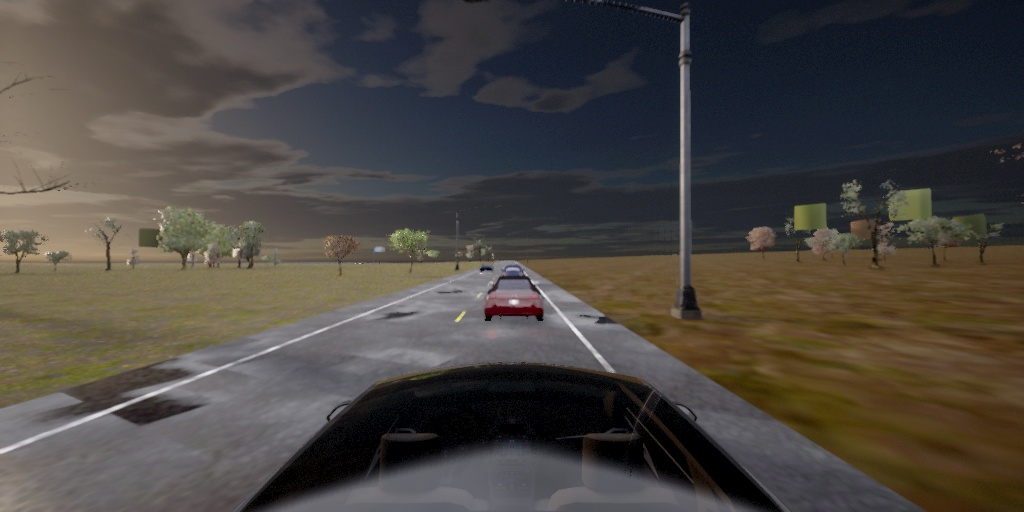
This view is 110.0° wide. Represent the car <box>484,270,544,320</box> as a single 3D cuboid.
[{"bbox_3d":[0.073,1.388,12.991,1.994,1.385,4.181,0,0,0],"label":"car"}]

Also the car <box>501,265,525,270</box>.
[{"bbox_3d":[0.076,1.450,28.589,1.812,1.442,4.674,0,0,0],"label":"car"}]

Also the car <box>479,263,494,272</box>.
[{"bbox_3d":[-3.573,1.670,51.291,1.895,1.301,4.718,0,0,0],"label":"car"}]
